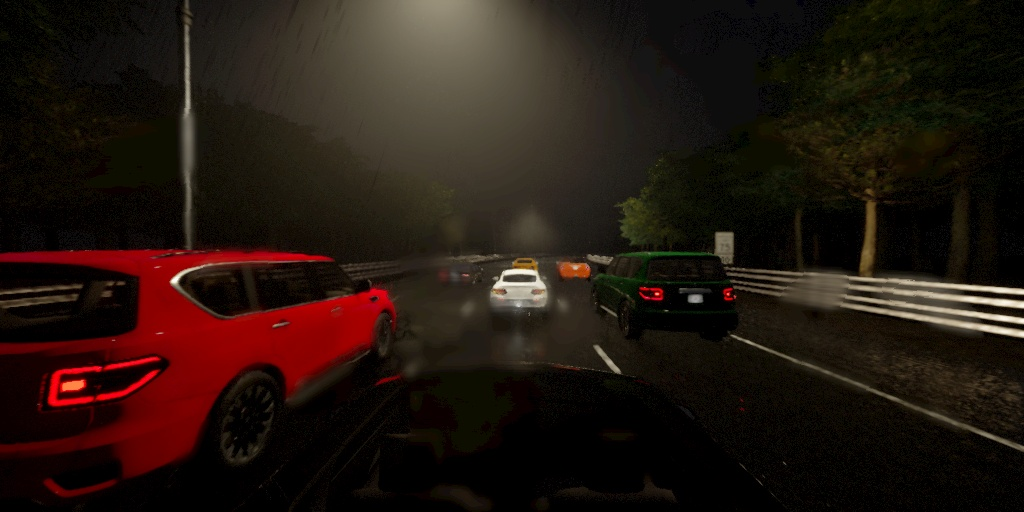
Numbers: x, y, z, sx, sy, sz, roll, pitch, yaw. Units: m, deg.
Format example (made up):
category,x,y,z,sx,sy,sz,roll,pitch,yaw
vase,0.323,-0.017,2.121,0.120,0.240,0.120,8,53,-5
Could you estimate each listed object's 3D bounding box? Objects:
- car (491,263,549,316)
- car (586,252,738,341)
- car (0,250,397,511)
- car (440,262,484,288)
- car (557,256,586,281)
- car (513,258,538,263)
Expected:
category,x,y,z,sx,sy,sz,roll,pitch,yaw
car,0.289,1.158,12.668,1.812,1.442,4.674,0,1,2
car,3.704,0.892,9.781,2.150,2.045,5.566,0,1,2
car,-3.417,0.941,4.826,2.150,2.045,5.566,0,1,1
car,-2.889,1.068,21.669,2.033,1.411,5.357,0,1,3
car,4.418,0.810,26.284,2.097,1.767,4.553,0,1,4
car,1.040,0.913,28.230,1.882,1.535,5.008,0,1,4
